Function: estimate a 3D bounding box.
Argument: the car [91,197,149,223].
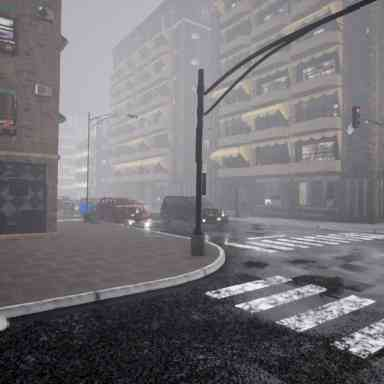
[{"bbox_3d":[-5.615,1.309,25.412,2.192,1.841,5.009,1,-1,-35],"label":"car"}]

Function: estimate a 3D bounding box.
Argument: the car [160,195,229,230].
[{"bbox_3d":[-0.023,1.249,21.802,2.150,2.045,5.566,1,-1,-36],"label":"car"}]

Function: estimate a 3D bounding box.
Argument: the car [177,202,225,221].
[{"bbox_3d":[0.703,1.685,30.116,1.752,1.417,4.829,1,-1,-35],"label":"car"}]

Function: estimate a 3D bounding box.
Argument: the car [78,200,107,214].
[{"bbox_3d":[-11.332,1.657,37.731,1.994,1.385,4.181,1,-1,-35],"label":"car"}]

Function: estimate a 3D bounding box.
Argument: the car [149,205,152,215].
[{"bbox_3d":[-5.596,1.410,29.647,2.097,1.767,4.553,1,-1,-35],"label":"car"}]

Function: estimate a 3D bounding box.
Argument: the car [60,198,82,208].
[{"bbox_3d":[-19.990,1.776,54.969,2.033,1.411,5.357,1,-1,-35],"label":"car"}]

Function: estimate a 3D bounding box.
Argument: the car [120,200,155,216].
[{"bbox_3d":[-5.817,1.660,35.028,1.812,1.442,4.674,1,-1,-35],"label":"car"}]

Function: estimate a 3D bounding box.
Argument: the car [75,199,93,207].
[{"bbox_3d":[-18.587,1.866,57.239,1.802,1.307,4.206,1,-1,-35],"label":"car"}]

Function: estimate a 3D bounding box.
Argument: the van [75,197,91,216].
[{"bbox_3d":[-8.848,1.354,29.956,1.690,1.788,3.998,1,-1,-35],"label":"van"}]

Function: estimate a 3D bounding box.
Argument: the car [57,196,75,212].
[{"bbox_3d":[-15.310,1.368,39.044,2.192,1.841,5.009,1,-1,-35],"label":"car"}]
